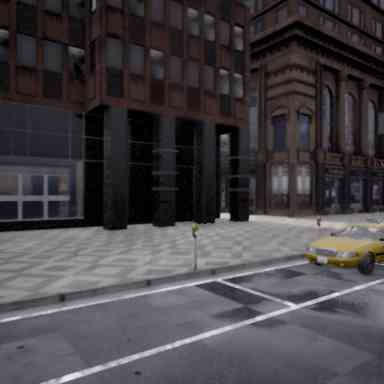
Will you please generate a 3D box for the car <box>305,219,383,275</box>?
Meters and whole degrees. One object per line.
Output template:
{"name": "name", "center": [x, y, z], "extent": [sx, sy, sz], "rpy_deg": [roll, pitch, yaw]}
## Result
{"name": "car", "center": [5.586, 1.573, 10.630], "extent": [4.829, 1.417, 1.752], "rpy_deg": [0, 0, -35]}
